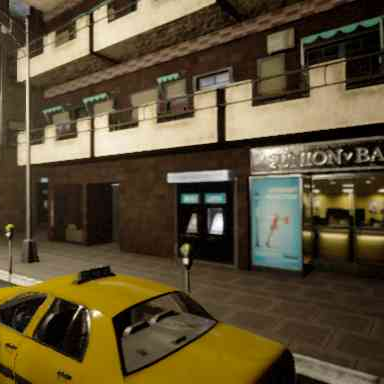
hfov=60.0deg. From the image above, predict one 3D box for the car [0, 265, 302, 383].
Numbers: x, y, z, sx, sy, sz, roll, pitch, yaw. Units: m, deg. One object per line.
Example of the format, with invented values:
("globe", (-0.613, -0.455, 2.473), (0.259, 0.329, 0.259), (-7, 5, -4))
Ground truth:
("car", (-1.295, 1.524, 3.813), (4.829, 1.417, 1.752), (0, -1, 36))
